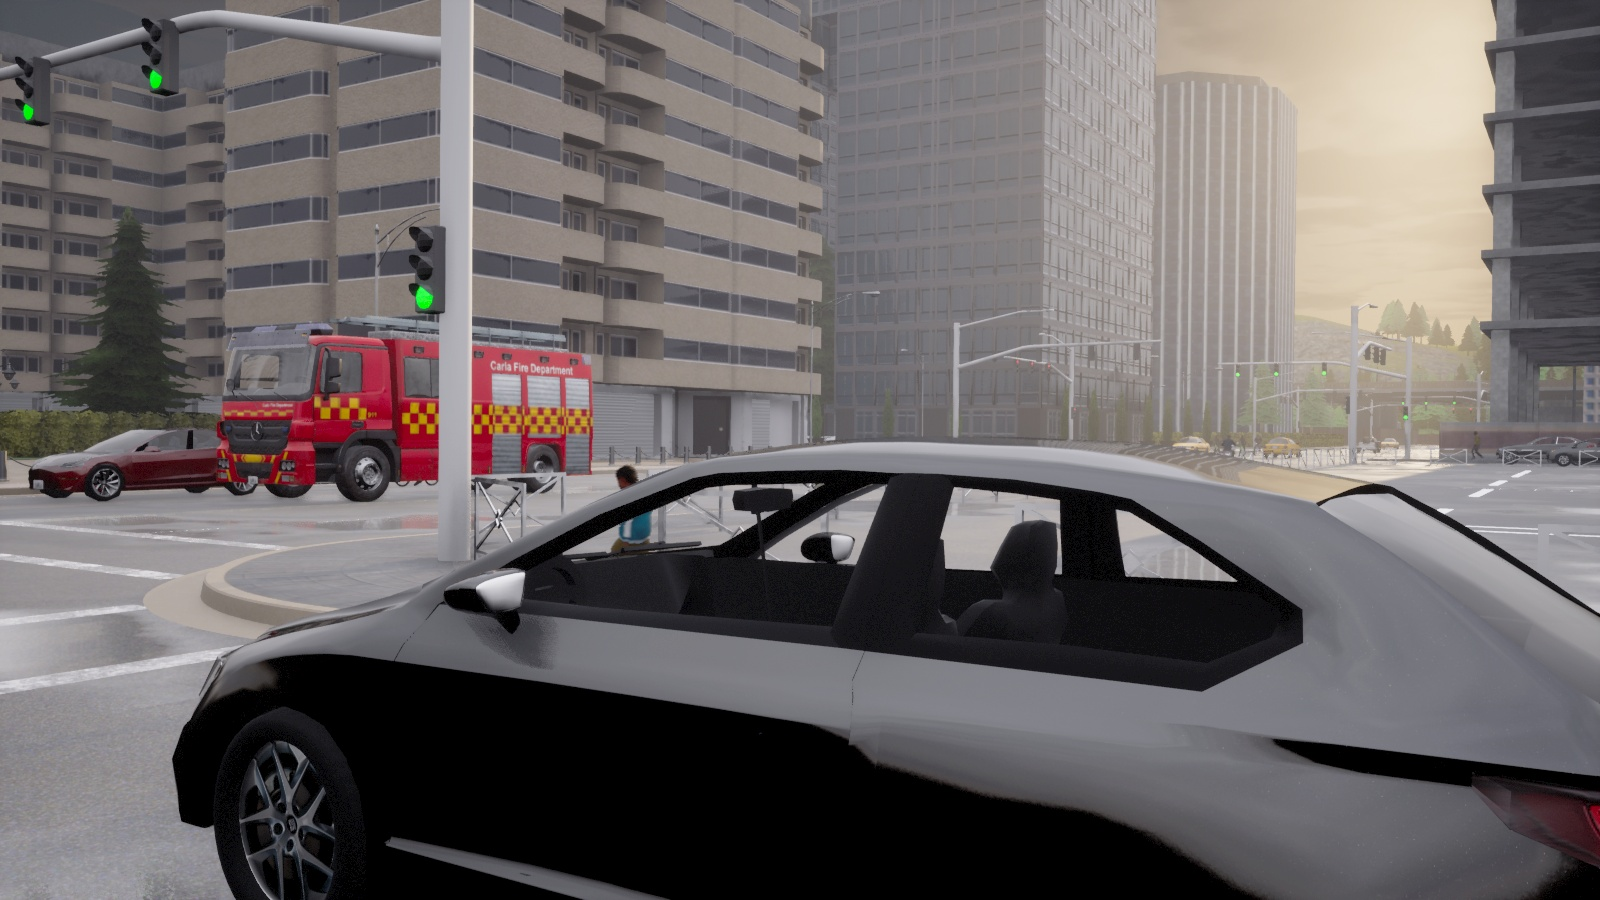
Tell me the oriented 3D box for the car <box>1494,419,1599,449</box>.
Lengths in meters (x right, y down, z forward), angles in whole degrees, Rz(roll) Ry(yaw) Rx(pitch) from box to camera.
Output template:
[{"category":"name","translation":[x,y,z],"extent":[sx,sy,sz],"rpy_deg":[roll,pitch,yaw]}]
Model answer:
[{"category":"car","translation":[41.957,-0.889,70.566],"extent":[5.027,1.651,2.152],"rpy_deg":[0,1,32]}]

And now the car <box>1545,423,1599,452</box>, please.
[{"category":"car","translation":[42.050,-0.664,66.379],"extent":[4.514,1.525,2.007],"rpy_deg":[0,1,32]}]

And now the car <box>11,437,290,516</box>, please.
[{"category":"car","translation":[-13.616,0.491,26.643],"extent":[2.163,1.488,4.792],"rpy_deg":[0,1,32]}]

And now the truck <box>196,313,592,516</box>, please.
[{"category":"truck","translation":[-8.614,-0.738,28.003],"extent":[2.891,3.827,8.468],"rpy_deg":[0,1,32]}]

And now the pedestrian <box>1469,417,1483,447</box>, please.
[{"category":"pedestrian","translation":[41.312,-1.090,76.702],"extent":[0.726,1.835,0.370],"rpy_deg":[0,1,23]}]

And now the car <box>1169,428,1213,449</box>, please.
[{"category":"car","translation":[29.585,-0.894,94.940],"extent":[1.801,1.575,5.366],"rpy_deg":[0,1,32]}]

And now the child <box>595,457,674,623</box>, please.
[{"category":"child","translation":[-1.231,0.653,9.348],"extent":[0.448,1.192,0.343],"rpy_deg":[0,1,32]}]

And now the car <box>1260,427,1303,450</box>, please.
[{"category":"car","translation":[34.223,-0.856,89.121],"extent":[1.801,1.575,5.366],"rpy_deg":[0,1,32]}]

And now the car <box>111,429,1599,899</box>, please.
[{"category":"car","translation":[0.098,0.696,3.550],"extent":[4.193,1.474,1.816],"rpy_deg":[0,1,33]}]
